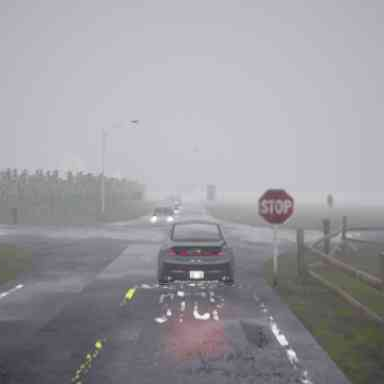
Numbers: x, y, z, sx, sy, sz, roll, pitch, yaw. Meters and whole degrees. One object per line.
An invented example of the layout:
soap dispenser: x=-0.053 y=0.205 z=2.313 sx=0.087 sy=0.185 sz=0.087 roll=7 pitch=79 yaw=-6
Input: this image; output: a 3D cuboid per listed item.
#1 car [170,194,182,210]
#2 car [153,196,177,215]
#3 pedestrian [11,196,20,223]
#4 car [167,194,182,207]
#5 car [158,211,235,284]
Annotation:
car: x=-2.839 y=1.416 z=44.623 sx=2.097 sy=1.767 sz=4.553 roll=0 pitch=0 yaw=0
car: x=-2.847 y=1.527 z=34.337 sx=1.882 sy=1.535 sz=5.008 roll=0 pitch=0 yaw=0
pedestrian: x=-12.169 y=1.169 z=22.853 sx=0.375 sy=1.860 sz=0.375 roll=0 pitch=-2 yaw=0
car: x=-2.825 y=1.301 z=55.287 sx=2.150 sy=2.045 sz=5.566 roll=0 pitch=0 yaw=1
car: x=0.101 y=1.520 z=9.594 sx=1.837 sy=1.490 sz=4.892 roll=0 pitch=0 yaw=0
